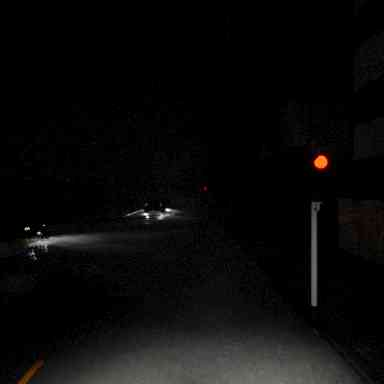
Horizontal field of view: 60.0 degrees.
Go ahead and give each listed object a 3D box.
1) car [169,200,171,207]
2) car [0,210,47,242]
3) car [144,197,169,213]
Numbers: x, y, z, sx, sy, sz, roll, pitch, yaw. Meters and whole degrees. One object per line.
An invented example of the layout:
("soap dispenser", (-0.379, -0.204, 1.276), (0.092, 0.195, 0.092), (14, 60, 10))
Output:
("car", (-4.103, 1.601, 47.674), (1.895, 1.301, 4.718), (0, 0, 0))
("car", (-9.860, 1.547, 15.856), (5.357, 1.411, 2.033), (0, 0, 3))
("car", (-4.117, 1.352, 37.612), (2.097, 1.767, 4.553), (0, 0, 0))
